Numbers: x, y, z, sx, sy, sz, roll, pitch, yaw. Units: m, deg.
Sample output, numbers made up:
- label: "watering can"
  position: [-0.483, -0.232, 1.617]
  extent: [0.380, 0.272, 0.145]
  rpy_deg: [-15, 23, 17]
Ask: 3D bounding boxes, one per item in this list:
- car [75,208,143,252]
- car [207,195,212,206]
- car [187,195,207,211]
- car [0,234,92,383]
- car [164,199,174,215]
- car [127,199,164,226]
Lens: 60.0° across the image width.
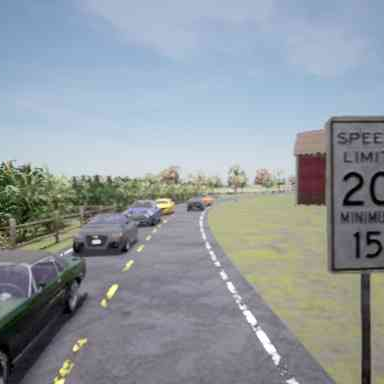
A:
- label: "car"
  position: [-3.465, 1.610, 13.963]
  extent: [1.994, 1.385, 4.181]
  rpy_deg: [-1, 0, -1]
- label: "car"
  position: [1.868, 1.203, 50.358]
  extent: [2.097, 1.767, 4.553]
  rpy_deg: [-1, 0, 9]
- label: "car"
  position: [0.472, 1.421, 39.699]
  extent: [1.837, 1.490, 4.892]
  rpy_deg: [-1, 0, 6]
- label: "car"
  position: [-3.037, 1.650, 4.906]
  extent: [1.895, 1.301, 4.718]
  rpy_deg: [-1, 0, -4]
- label: "car"
  position: [-2.988, 1.468, 34.068]
  extent: [1.882, 1.535, 5.008]
  rpy_deg: [-1, 0, 5]
- label: "car"
  position: [-3.476, 1.379, 23.742]
  extent: [2.097, 1.767, 4.553]
  rpy_deg: [-1, 0, 2]
